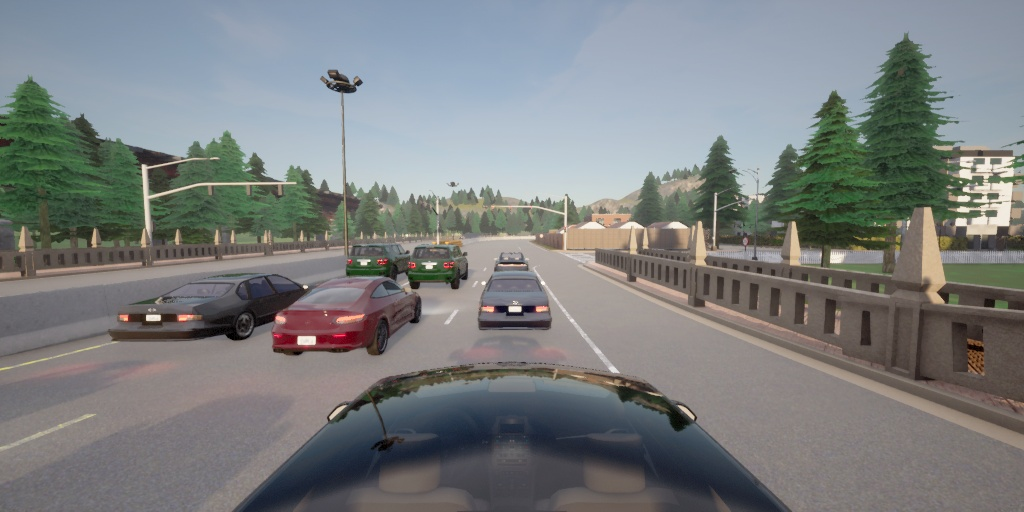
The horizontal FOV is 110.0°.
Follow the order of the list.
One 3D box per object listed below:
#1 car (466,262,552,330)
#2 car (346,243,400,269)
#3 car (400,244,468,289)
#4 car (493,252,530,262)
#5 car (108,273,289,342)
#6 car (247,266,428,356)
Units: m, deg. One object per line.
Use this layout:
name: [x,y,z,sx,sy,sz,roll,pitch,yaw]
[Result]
car: [0.048,1.121,10.419,2.033,1.411,5.357,0,2,0]
car: [-7.021,0.285,19.624,2.150,2.045,5.566,0,4,0]
car: [-3.506,0.399,17.798,2.150,2.045,5.566,0,4,0]
car: [-0.023,0.529,20.115,2.128,1.511,4.902,0,3,0]
car: [-6.946,1.156,9.436,2.033,1.411,5.357,0,2,0]
car: [-3.440,1.172,8.262,1.812,1.442,4.674,0,2,-1]
